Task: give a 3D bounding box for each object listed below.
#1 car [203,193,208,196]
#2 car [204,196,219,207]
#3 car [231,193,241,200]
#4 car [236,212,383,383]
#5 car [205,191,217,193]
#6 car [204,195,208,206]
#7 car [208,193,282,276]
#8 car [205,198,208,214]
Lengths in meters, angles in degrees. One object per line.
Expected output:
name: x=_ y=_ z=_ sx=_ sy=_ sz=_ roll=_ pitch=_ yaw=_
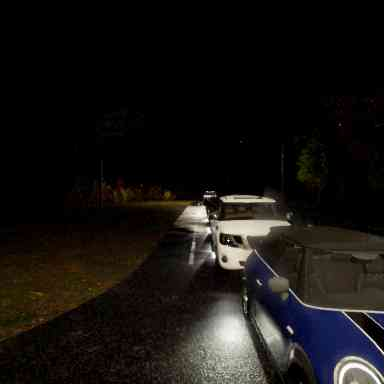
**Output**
car: x=2.558 y=1.275 z=41.567 sx=2.128 sy=1.511 sz=4.902 roll=0 pitch=0 yaw=2
car: x=2.761 y=1.314 z=47.975 sx=1.994 sy=1.385 sz=4.181 roll=0 pitch=0 yaw=3
car: x=10.551 y=1.053 z=80.127 sx=1.882 sy=1.535 sz=5.008 roll=0 pitch=0 yaw=1
car: x=1.941 y=1.338 z=4.126 sx=2.097 sy=1.767 sz=4.553 roll=0 pitch=0 yaw=0
car: x=2.964 y=0.938 z=54.408 sx=2.150 sy=2.045 sz=5.566 roll=0 pitch=0 yaw=3
car: x=2.224 y=1.322 z=29.313 sx=1.882 sy=1.535 sz=5.008 roll=0 pitch=0 yaw=2
car: x=1.745 y=1.160 z=10.473 sx=2.150 sy=2.045 sz=5.566 roll=0 pitch=0 yaw=1
car: x=2.062 y=1.380 z=23.060 sx=1.837 sy=1.490 sz=4.892 roll=0 pitch=0 yaw=2
